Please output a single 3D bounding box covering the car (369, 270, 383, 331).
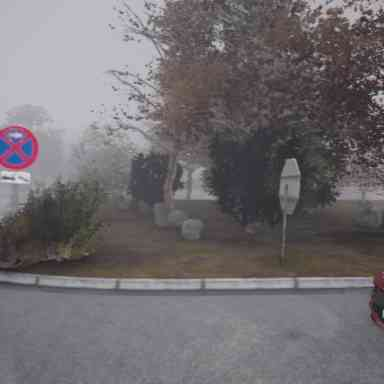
[{"bbox_3d":[5.095,1.360,4.590,5.008,1.535,1.882,-1,2,-5],"label":"car"}]

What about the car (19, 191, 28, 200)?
[{"bbox_3d":[-25.614,0.596,52.700,4.892,1.521,2.231,0,-1,38],"label":"car"}]
